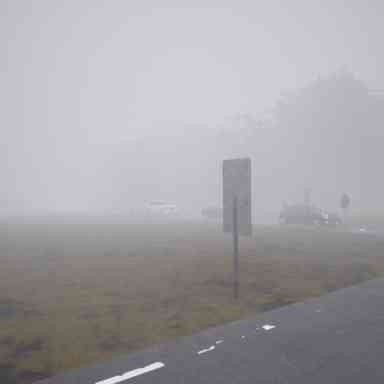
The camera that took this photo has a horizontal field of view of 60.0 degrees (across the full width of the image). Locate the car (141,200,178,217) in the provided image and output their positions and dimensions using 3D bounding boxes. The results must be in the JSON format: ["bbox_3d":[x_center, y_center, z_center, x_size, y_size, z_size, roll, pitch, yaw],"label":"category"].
[{"bbox_3d":[-3.973,2.044,42.738,2.150,2.045,5.566,-1,-1,-35],"label":"car"}]

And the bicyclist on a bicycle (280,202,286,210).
[{"bbox_3d":[9.482,1.857,34.042,1.656,1.620,0.582,0,-1,-35],"label":"bicyclist on a bicycle"}]

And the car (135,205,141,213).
[{"bbox_3d":[-7.244,2.505,52.376,1.882,1.535,5.008,-1,-1,-35],"label":"car"}]

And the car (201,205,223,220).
[{"bbox_3d":[2.944,2.008,32.947,1.882,1.535,5.008,-1,-1,-35],"label":"car"}]

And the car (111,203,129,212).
[{"bbox_3d":[-13.291,2.789,60.845,2.128,1.511,4.902,-1,-1,-35],"label":"car"}]

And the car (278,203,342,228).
[{"bbox_3d":[8.700,1.654,24.744,2.097,1.767,4.553,-1,-1,-34],"label":"car"}]
